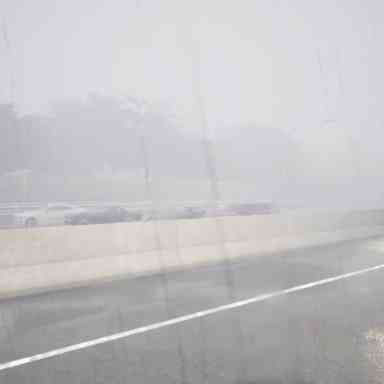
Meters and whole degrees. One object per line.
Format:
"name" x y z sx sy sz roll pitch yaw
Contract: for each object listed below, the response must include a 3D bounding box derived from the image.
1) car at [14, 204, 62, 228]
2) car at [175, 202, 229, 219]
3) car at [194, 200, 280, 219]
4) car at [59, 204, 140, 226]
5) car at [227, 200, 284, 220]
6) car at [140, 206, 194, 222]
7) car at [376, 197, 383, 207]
"car" -9.285 1.526 22.262 4.674 1.442 1.812 0 0 -38
"car" 0.935 1.610 30.216 4.718 1.301 1.895 0 0 -37
"car" 2.722 1.356 18.794 4.553 1.767 2.097 0 0 -35
"car" -5.668 1.602 21.403 4.718 1.301 1.895 0 0 -35
"car" 5.639 1.501 29.426 4.902 1.511 2.128 -1 0 -35
"car" -0.514 1.604 20.793 4.718 1.301 1.895 0 0 -35
"car" 30.070 1.425 50.756 4.553 1.767 2.097 0 0 -34
